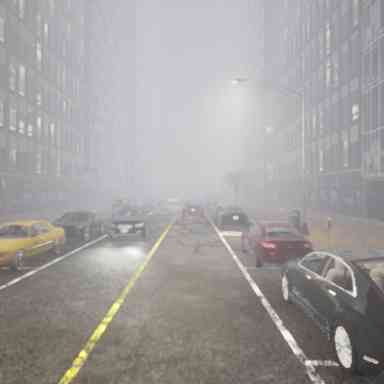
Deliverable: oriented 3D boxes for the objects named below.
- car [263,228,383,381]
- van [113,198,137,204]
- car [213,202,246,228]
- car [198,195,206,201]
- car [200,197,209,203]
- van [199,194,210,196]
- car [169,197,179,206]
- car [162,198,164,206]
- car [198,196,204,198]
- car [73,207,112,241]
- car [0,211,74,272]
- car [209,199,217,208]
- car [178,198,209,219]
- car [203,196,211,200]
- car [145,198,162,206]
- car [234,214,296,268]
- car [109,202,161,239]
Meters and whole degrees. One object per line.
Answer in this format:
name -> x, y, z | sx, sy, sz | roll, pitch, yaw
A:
car -> 2.687, 1.563, 5.395 | 2.008, 1.369, 4.403 | 0, 0, 0
van -> -5.694, 1.399, 28.185 | 1.690, 1.788, 3.998 | 0, 0, 0
car -> 2.687, 1.613, 22.486 | 1.947, 1.339, 4.313 | 0, 0, 0
car -> 2.685, 1.653, 90.854 | 2.008, 1.369, 4.403 | 0, 0, 0
car -> 2.686, 1.682, 73.762 | 1.802, 1.307, 4.206 | 0, 0, 0
van -> 2.686, 1.437, 62.368 | 1.690, 1.788, 3.998 | 0, 0, 0
car -> -3.054, 1.572, 58.777 | 1.882, 1.535, 5.008 | 0, 0, 0
car -> -5.694, 1.644, 56.671 | 2.008, 1.369, 4.403 | 0, 0, 0
car -> 0.070, 1.585, 43.916 | 2.163, 1.488, 4.792 | 0, 0, 0
car -> -5.693, 1.602, 16.789 | 1.947, 1.339, 4.313 | 0, 0, 0
car -> -5.693, 1.550, 10.923 | 1.752, 1.417, 4.829 | 0, 0, 0
car -> 2.687, 1.602, 28.184 | 1.887, 1.381, 4.507 | 0, 0, 0
car -> 0.098, 1.564, 30.293 | 2.163, 1.488, 4.792 | 0, 0, 0
car -> 2.686, 1.608, 45.446 | 1.752, 1.417, 4.829 | 0, 0, 0
car -> -5.694, 1.633, 45.276 | 2.008, 1.369, 4.403 | 0, 0, 0
car -> 2.687, 1.607, 11.092 | 1.802, 1.307, 4.206 | 0, 0, 0
car -> -3.101, 1.530, 17.742 | 2.128, 1.511, 4.902 | 0, 0, 0
